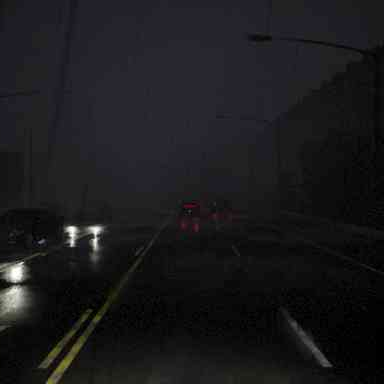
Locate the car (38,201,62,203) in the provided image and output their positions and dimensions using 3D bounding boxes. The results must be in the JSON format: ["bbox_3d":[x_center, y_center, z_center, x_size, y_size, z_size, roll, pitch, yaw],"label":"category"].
[{"bbox_3d":[-10.749,1.438,24.798,2.128,1.511,4.902,0,0,0],"label":"car"}]

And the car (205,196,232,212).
[{"bbox_3d":[3.032,1.269,36.966,2.097,1.767,4.553,0,0,-4],"label":"car"}]

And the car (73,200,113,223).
[{"bbox_3d":[-7.327,1.422,24.960,1.882,1.535,5.008,0,0,0],"label":"car"}]

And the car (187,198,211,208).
[{"bbox_3d":[0.954,1.492,47.949,1.895,1.301,4.718,0,0,-20],"label":"car"}]

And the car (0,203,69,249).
[{"bbox_3d":[-7.225,1.445,14.495,1.882,1.535,5.008,0,0,-1],"label":"car"}]

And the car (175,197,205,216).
[{"bbox_3d":[-0.221,1.420,31.134,2.128,1.511,4.902,0,0,-1],"label":"car"}]

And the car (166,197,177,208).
[{"bbox_3d":[-2.143,1.441,46.839,2.033,1.411,5.357,0,0,-21],"label":"car"}]
